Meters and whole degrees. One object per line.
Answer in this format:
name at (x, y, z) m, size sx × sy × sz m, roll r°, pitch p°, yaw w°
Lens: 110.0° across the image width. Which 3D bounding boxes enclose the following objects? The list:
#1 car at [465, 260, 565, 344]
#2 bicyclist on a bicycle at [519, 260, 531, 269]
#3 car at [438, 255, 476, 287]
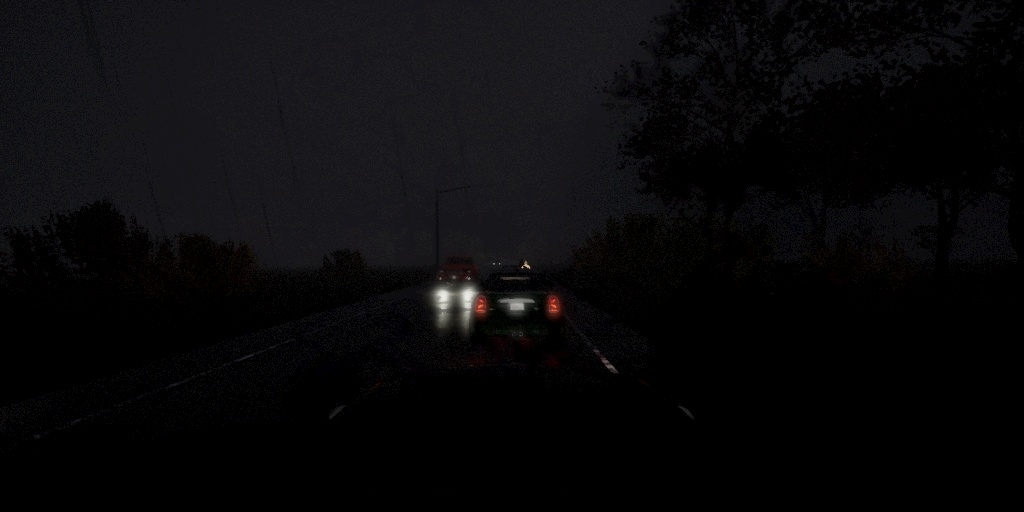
car at (0.116, 1.099, 9.740) m, size 2.097 × 1.767 × 4.553 m, roll 0°, pitch 0°, yaw 0°
bicyclist on a bicycle at (0.985, 1.177, 25.563) m, size 0.866 × 1.612 × 1.509 m, roll 0°, pitch 0°, yaw 1°
car at (-3.578, 0.963, 24.927) m, size 2.150 × 2.045 × 5.566 m, roll 0°, pitch 0°, yaw 0°
